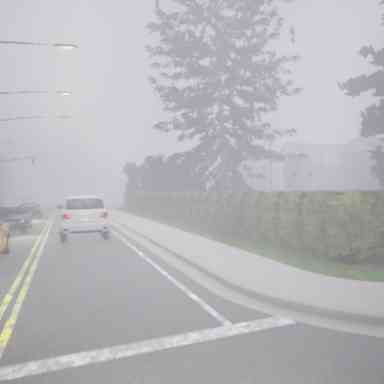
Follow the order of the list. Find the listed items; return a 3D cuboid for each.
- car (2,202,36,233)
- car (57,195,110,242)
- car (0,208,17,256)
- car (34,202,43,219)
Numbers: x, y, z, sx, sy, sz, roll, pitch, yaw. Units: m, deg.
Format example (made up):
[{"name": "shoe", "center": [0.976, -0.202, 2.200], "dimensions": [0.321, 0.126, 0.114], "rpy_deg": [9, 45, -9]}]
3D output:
[{"name": "car", "center": [-10.475, 1.568, 19.443], "dimensions": [1.812, 1.442, 4.674], "rpy_deg": [-1, 0, -21]}, {"name": "car", "center": [-5.508, 1.195, 16.787], "dimensions": [2.150, 2.045, 5.566], "rpy_deg": [-1, 0, -21]}, {"name": "car", "center": [-7.134, 1.525, 10.681], "dimensions": [1.882, 1.535, 5.008], "rpy_deg": [-1, 0, -21]}, {"name": "car", "center": [-14.004, 1.601, 28.688], "dimensions": [1.994, 1.385, 4.181], "rpy_deg": [-1, 0, -21]}]
